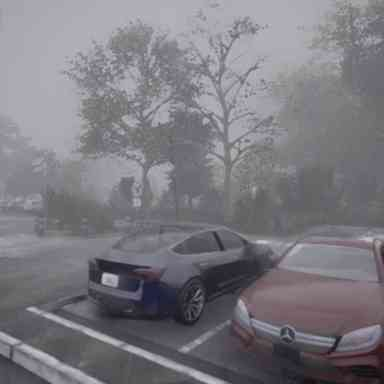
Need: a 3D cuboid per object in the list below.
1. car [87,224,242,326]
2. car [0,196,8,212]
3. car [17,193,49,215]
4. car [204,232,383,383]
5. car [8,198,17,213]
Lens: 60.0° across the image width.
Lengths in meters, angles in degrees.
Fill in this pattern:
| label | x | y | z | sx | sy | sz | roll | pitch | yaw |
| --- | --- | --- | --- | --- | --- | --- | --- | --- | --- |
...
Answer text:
| label | x | y | z | sx | sy | sz | roll | pitch | yaw |
| --- | --- | --- | --- | --- | --- | --- | --- | --- | --- |
| car | 0.083 | 1.421 | 7.098 | 2.163 | 1.488 | 4.792 | 0 | 0 | 36 |
| car | -18.156 | 1.251 | 36.018 | 2.185 | 1.767 | 4.553 | 0 | 0 | 36 |
| car | -13.527 | 1.163 | 32.699 | 2.435 | 2.045 | 5.566 | 0 | 0 | 36 |
| car | 2.361 | 1.445 | 5.424 | 2.002 | 1.452 | 4.674 | 0 | 0 | 36 |
| car | -15.892 | 1.269 | 34.397 | 2.185 | 1.767 | 4.553 | 0 | 0 | 36 |
